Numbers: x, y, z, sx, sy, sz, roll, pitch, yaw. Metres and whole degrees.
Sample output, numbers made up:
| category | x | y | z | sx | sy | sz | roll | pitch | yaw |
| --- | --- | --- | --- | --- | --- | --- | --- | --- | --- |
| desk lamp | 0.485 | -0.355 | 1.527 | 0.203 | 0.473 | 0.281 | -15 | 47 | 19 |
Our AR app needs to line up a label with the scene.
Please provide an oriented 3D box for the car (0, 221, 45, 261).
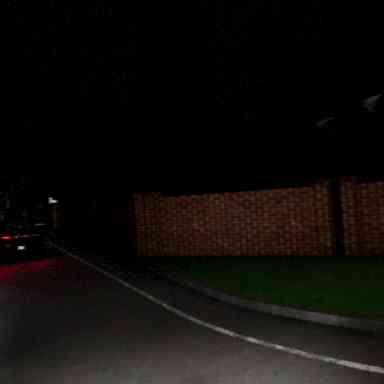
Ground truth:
| category | x | y | z | sx | sy | sz | roll | pitch | yaw |
| --- | --- | --- | --- | --- | --- | --- | --- | --- | --- |
| car | -7.911 | 2.073 | 15.065 | 2.128 | 1.511 | 4.902 | -4 | -1 | -31 |
